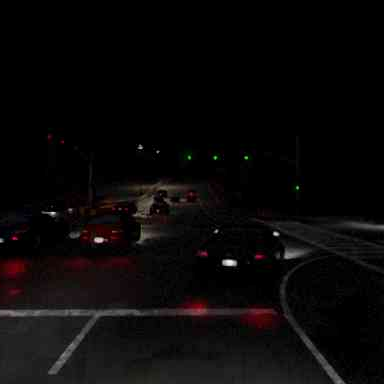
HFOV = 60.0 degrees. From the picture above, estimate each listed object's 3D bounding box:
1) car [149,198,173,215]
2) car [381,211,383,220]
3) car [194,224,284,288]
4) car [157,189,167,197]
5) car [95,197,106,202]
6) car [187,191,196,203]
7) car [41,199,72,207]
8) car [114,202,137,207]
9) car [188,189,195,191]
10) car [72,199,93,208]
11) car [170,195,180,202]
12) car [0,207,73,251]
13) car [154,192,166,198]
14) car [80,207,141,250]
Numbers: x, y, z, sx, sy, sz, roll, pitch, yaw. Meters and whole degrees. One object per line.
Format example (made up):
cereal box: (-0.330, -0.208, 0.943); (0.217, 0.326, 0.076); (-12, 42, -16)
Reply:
car: (-3.396, 1.694, 35.613); (1.812, 1.442, 4.674); (0, 0, 0)
car: (17.021, 1.596, 25.150); (5.008, 1.535, 1.882); (0, 0, 0)
car: (1.503, 1.610, 9.568); (1.994, 1.385, 4.181); (0, 0, 18)
car: (-7.150, 0.356, 79.489); (2.150, 2.045, 5.566); (0, 6, 0)
car: (-17.558, 1.632, 62.524); (1.882, 1.535, 5.008); (0, 2, 0)
car: (-0.098, 1.330, 69.896); (1.882, 1.535, 5.008); (0, 3, 0)
car: (-17.557, 1.707, 42.538); (1.837, 1.490, 4.892); (0, 0, 0)
car: (-6.893, 1.710, 34.396); (2.033, 1.411, 5.357); (0, 0, 0)
car: (-0.154, 0.285, 80.265); (2.150, 2.045, 5.566); (0, 6, 0)
car: (-17.506, 1.796, 52.440); (2.033, 1.411, 5.357); (0, 0, 0)
car: (-3.600, 1.347, 70.307); (1.812, 1.442, 4.674); (0, 4, 0)
car: (-6.898, 1.594, 14.275); (1.812, 1.442, 4.674); (0, 0, 0)
car: (-7.096, 1.399, 69.471); (1.812, 1.442, 4.674); (0, 3, 0)
car: (-3.397, 1.594, 14.443); (1.812, 1.442, 4.674); (0, 0, 0)
